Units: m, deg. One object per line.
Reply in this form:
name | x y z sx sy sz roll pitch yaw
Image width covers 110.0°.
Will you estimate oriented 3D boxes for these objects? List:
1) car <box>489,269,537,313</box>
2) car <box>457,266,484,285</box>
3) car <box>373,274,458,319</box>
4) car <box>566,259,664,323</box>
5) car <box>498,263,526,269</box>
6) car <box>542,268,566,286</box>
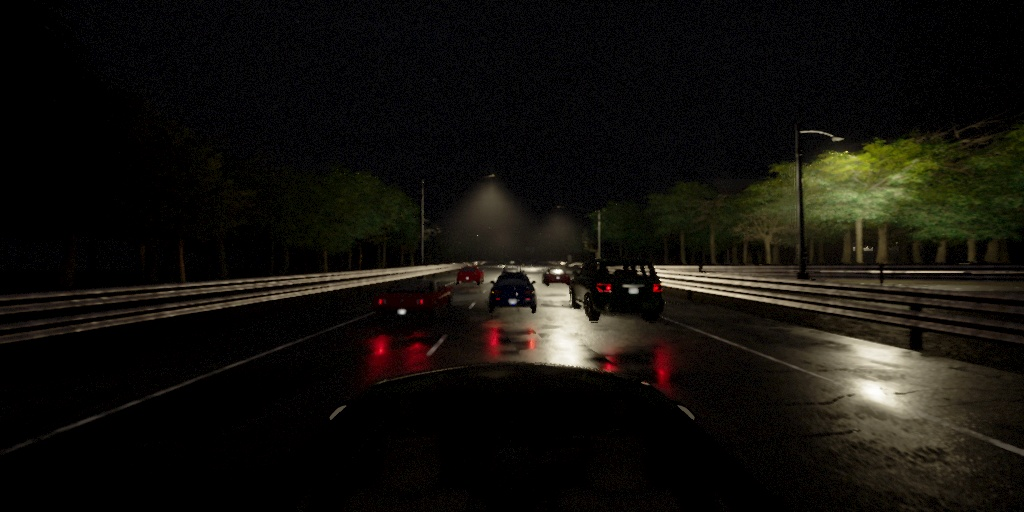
car | 0.047 1.450 14.951 1.812 1.442 4.674 0 -1 0
car | -3.450 1.589 30.332 1.882 1.535 5.008 0 0 1
car | -3.463 1.508 13.563 1.895 1.301 4.718 0 -1 0
car | 3.533 1.123 13.036 2.150 2.045 5.566 0 -1 0
car | 0.038 1.592 29.169 2.128 1.511 4.902 0 -1 1
car | 3.543 1.668 29.424 1.994 1.385 4.181 0 0 0
